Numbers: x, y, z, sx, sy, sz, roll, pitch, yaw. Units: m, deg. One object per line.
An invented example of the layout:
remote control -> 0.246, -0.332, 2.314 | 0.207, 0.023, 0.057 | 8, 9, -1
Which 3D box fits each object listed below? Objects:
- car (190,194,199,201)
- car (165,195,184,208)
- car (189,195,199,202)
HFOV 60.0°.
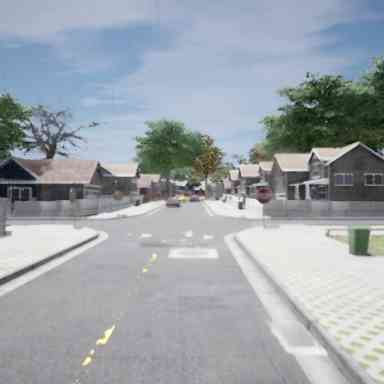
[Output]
car -> 0.537, 1.238, 76.208 | 1.895, 1.301, 4.718 | 0, 0, 0
car -> -2.515, 1.393, 45.134 | 2.033, 1.411, 5.357 | 0, 0, 1
car -> 0.462, 1.325, 65.754 | 2.033, 1.411, 5.357 | 0, 0, 0
